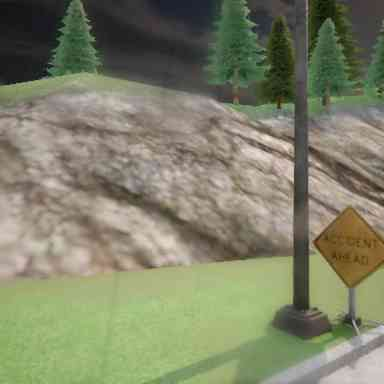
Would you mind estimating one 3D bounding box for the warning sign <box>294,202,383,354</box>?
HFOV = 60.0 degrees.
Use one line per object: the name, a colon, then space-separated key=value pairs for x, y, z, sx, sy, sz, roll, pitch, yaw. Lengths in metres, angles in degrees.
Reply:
warning sign: x=2.420 y=1.114 z=5.043 sx=1.060 sy=1.860 sz=1.300 roll=0 pitch=0 yaw=-35
